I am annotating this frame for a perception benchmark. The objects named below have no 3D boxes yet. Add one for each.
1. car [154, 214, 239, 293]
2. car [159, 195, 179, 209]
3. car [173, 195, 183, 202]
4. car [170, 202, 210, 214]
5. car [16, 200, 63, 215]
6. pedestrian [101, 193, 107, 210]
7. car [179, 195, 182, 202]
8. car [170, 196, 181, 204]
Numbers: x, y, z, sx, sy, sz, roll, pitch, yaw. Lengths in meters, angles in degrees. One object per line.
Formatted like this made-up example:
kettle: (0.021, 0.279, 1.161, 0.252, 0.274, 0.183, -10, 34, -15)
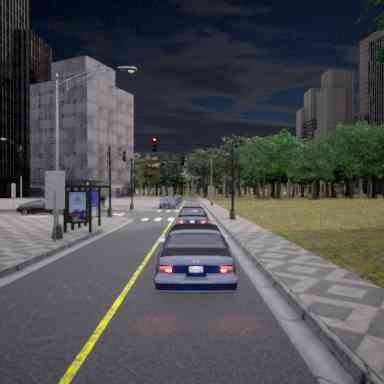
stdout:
car: (0.079, 1.552, 8.974, 2.033, 1.411, 5.357, 0, 0, 0)
car: (-3.165, 1.343, 43.812, 2.097, 1.767, 4.553, 0, 0, 0)
car: (-3.167, 1.479, 75.145, 2.128, 1.511, 4.902, 0, 0, 0)
car: (0.047, 1.553, 19.309, 2.033, 1.411, 5.357, 0, 0, 1)
car: (-14.399, 1.502, 32.046, 4.674, 1.442, 1.812, 0, 0, 2)
pedestrian: (-10.143, 1.080, 38.160, 0.375, 1.860, 0.375, 0, 0, 1)
car: (-3.174, 1.474, 55.013, 2.128, 1.511, 4.902, 0, 0, 0)
car: (-3.155, 1.536, 64.986, 1.994, 1.385, 4.181, 0, 0, 0)
